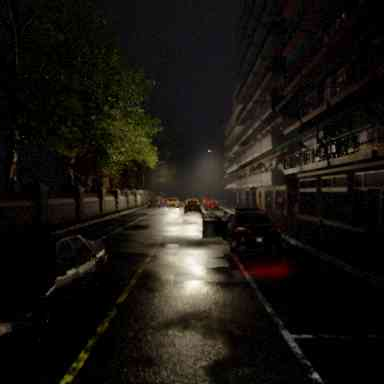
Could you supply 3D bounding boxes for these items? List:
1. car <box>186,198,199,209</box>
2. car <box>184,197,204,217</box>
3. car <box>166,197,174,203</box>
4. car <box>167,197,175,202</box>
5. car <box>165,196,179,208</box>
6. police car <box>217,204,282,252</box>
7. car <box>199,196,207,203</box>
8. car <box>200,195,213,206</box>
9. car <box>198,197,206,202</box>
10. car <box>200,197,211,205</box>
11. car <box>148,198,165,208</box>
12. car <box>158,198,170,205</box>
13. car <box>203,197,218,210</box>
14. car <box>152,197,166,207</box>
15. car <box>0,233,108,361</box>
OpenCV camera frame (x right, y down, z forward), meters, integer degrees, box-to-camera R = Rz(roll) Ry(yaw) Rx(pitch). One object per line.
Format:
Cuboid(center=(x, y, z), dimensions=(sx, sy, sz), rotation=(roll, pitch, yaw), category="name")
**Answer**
Cuboid(center=(0.021, 1.693, 50.500), dimensions=(1.882, 1.535, 5.008), rotation=(0, 0, 0), category="car")
Cuboid(center=(0.069, 1.636, 38.474), dimensions=(1.882, 1.535, 5.008), rotation=(0, 0, 0), category="car")
Cuboid(center=(-5.657, 1.916, 84.822), dimensions=(1.752, 1.417, 4.829), rotation=(0, 0, 0), category="car")
Cuboid(center=(-5.655, 1.973, 90.622), dimensions=(2.008, 1.369, 4.403), rotation=(0, 0, 0), category="car")
Cuboid(center=(-2.979, 1.715, 51.917), dimensions=(1.882, 1.535, 5.008), rotation=(0, 0, 0), category="car")
Cuboid(center=(2.373, 1.481, 14.298), dimensions=(1.930, 1.638, 5.238), rotation=(0, 0, 0), category="police car")
Cuboid(center=(2.723, 1.832, 84.989), dimensions=(1.967, 1.590, 4.097), rotation=(0, 0, 0), category="car")
Cuboid(center=(2.713, 1.590, 62.469), dimensions=(2.192, 1.841, 5.009), rotation=(0, 0, 0), category="car")
Cuboid(center=(2.726, 1.989, 90.619), dimensions=(1.947, 1.339, 4.313), rotation=(0, 0, 0), category="car")
Cuboid(center=(2.716, 1.743, 68.099), dimensions=(1.967, 1.590, 4.097), rotation=(0, 0, 0), category="car")
Cuboid(center=(-5.671, 1.659, 51.212), dimensions=(1.967, 1.590, 4.097), rotation=(0, 0, 0), category="car")
Cuboid(center=(-5.664, 1.854, 68.101), dimensions=(2.008, 1.369, 4.403), rotation=(0, 0, 0), category="car")
Cuboid(center=(2.708, 1.737, 45.578), dimensions=(1.887, 1.381, 4.507), rotation=(0, 0, 0), category="car")
Cuboid(center=(-5.669, 1.687, 56.840), dimensions=(1.967, 1.590, 4.097), rotation=(0, 0, 0), category="car")
Cuboid(center=(-3.096, 1.573, 6.541), dimensions=(2.033, 1.411, 5.357), rotation=(0, 0, 0), category="car")
